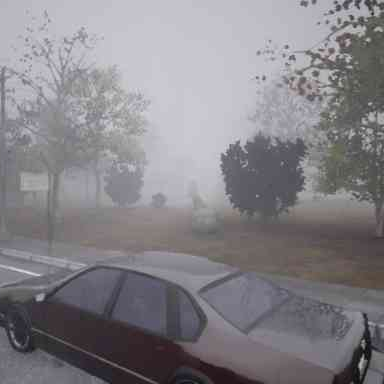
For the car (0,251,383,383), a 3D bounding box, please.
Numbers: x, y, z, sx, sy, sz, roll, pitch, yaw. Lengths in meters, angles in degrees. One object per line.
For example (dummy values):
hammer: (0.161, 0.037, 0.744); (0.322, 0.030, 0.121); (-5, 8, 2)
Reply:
car: (-0.558, 1.546, 4.387); (5.357, 1.411, 2.033); (0, 0, 35)
